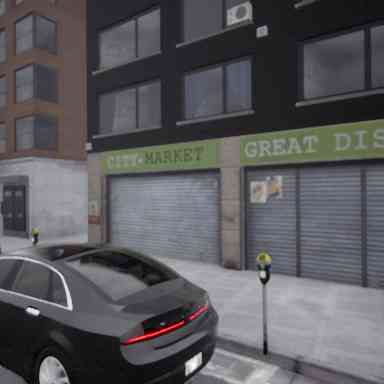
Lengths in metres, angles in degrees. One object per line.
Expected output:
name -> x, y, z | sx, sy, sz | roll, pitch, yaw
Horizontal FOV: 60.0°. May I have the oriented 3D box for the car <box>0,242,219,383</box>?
car -> -1.972, 1.494, 4.779 | 4.892, 1.490, 1.837 | 0, 0, 35
